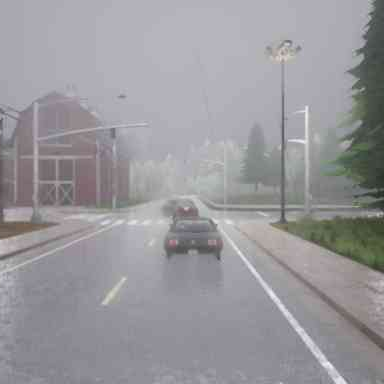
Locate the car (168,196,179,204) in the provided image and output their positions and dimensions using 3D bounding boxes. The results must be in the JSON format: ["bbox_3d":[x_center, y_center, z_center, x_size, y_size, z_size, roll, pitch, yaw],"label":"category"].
[{"bbox_3d":[-3.530,1.484,64.126,1.812,1.442,4.674,0,0,1],"label":"car"}]

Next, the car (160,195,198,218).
[{"bbox_3d":[-1.106,1.320,27.192,2.097,1.767,4.553,0,0,-18],"label":"car"}]

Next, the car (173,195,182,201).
[{"bbox_3d":[-3.510,1.405,80.260,1.812,1.442,4.674,0,0,0],"label":"car"}]

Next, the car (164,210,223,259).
[{"bbox_3d":[0.060,1.593,12.608,1.895,1.301,4.718,0,0,0],"label":"car"}]
